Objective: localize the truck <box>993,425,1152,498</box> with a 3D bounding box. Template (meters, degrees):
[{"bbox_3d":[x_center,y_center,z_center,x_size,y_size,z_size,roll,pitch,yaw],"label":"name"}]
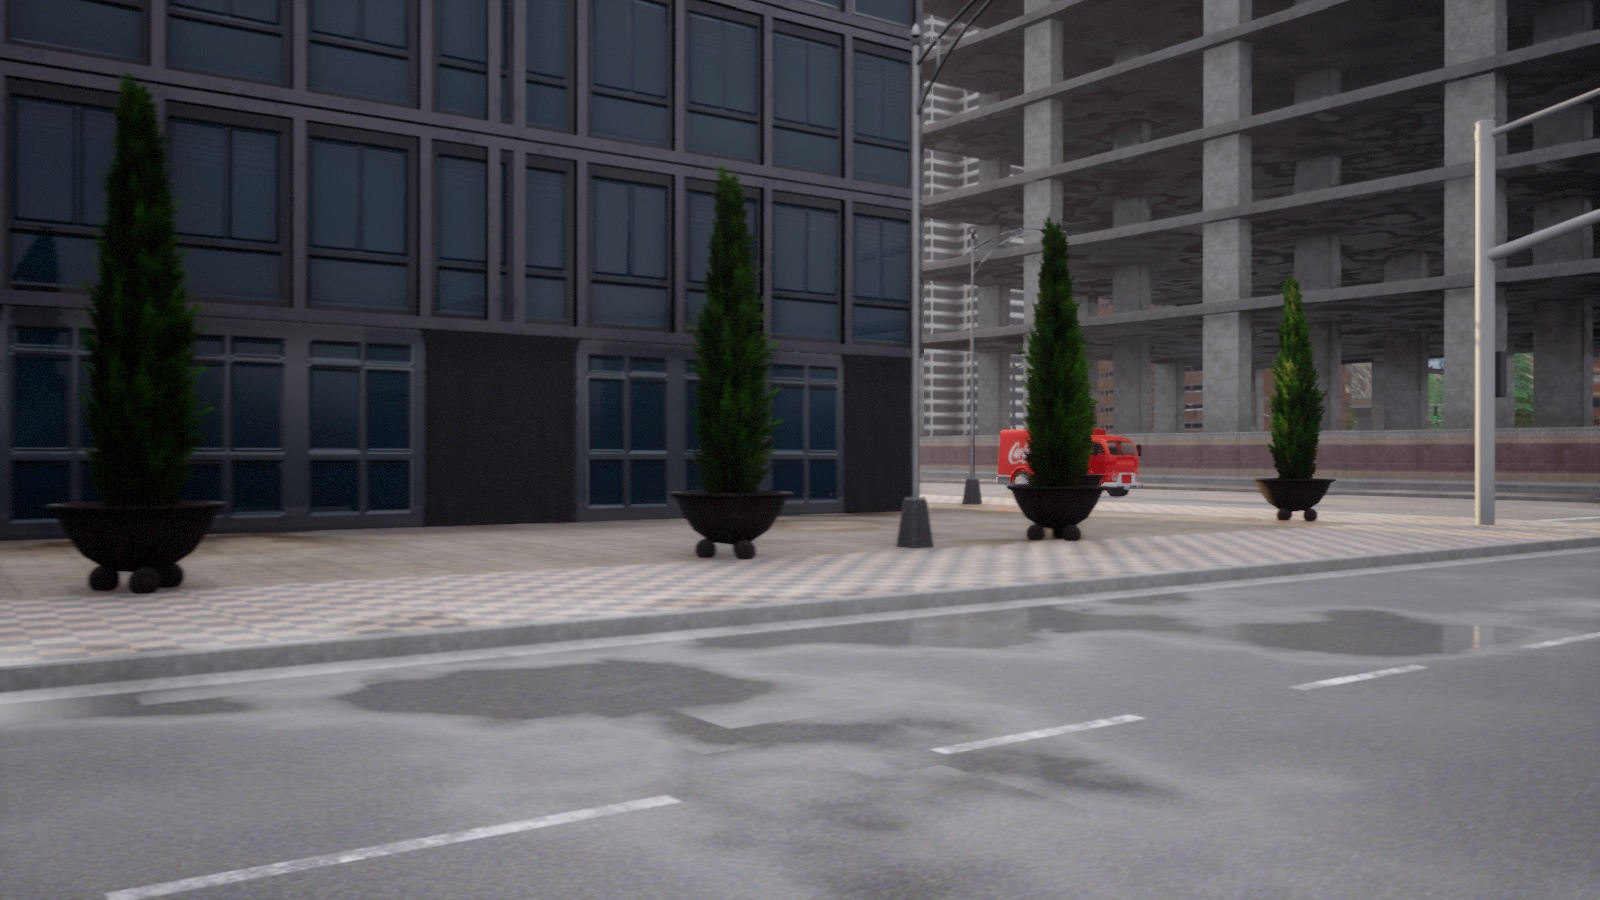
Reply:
[{"bbox_3d":[9.761,0.404,45.338,2.627,2.467,5.204,0,0,-35],"label":"truck"}]
